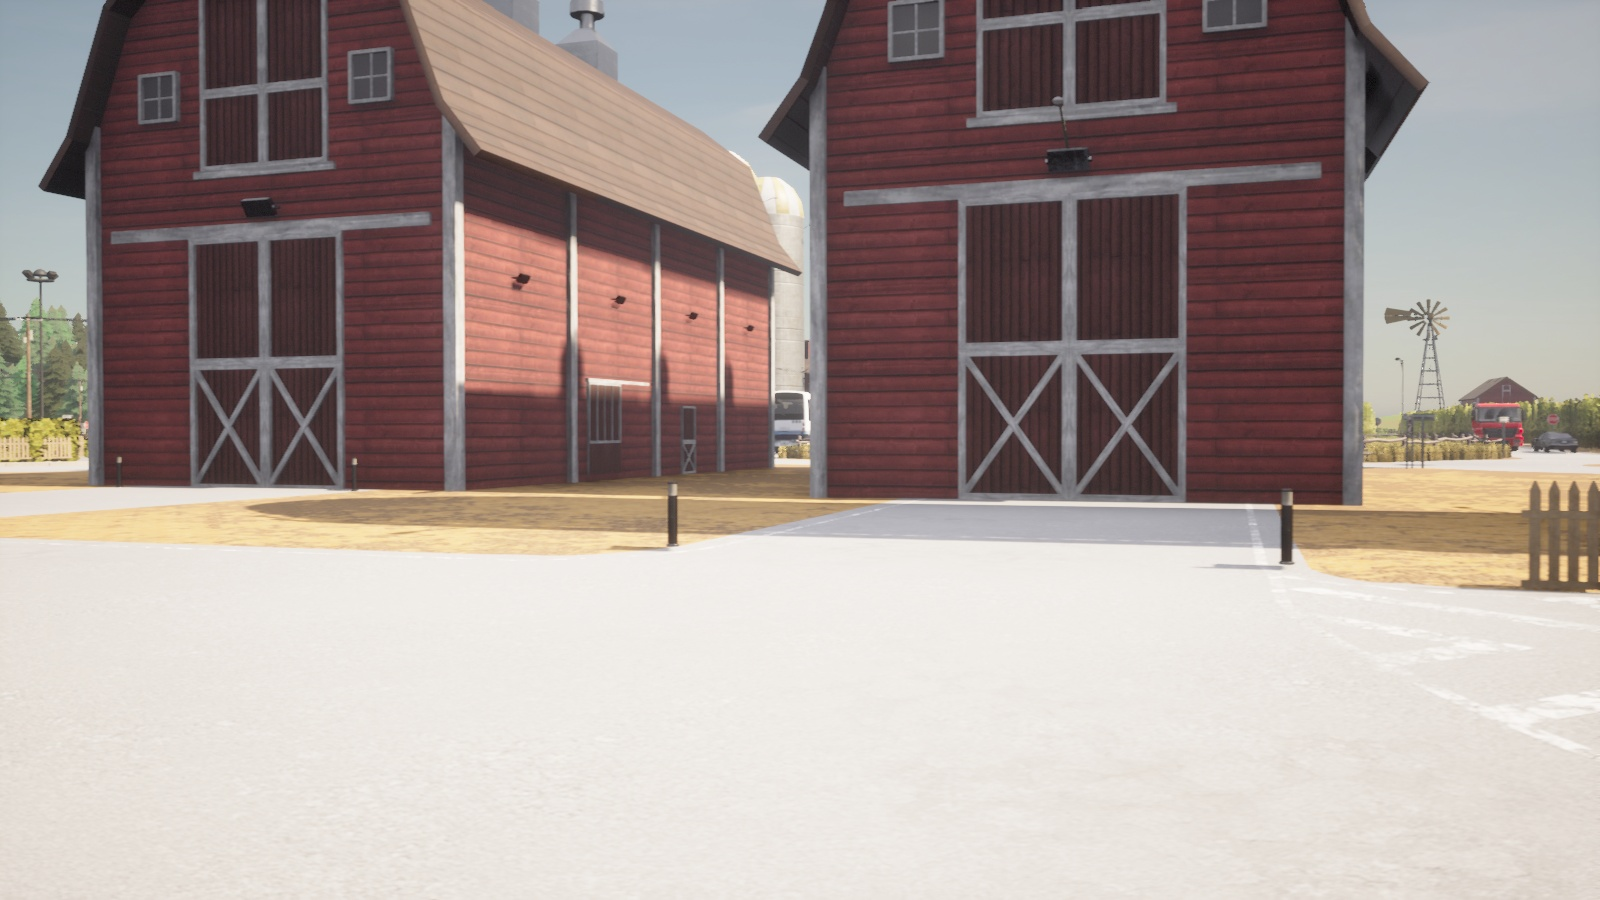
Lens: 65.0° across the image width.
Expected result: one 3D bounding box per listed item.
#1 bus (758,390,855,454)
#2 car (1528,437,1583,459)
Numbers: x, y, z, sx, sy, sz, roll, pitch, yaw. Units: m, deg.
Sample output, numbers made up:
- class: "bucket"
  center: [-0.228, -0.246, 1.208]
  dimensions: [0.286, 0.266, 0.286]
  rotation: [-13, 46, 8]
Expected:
- class: "bus"
  center: [0.635, -1.890, 89.251]
  dimensions: [3.944, 4.253, 10.273]
  rotation: [1, 0, 18]
- class: "car"
  center: [50.675, -0.154, 84.359]
  dimensions: [2.033, 1.411, 5.357]
  rotation: [1, 1, 19]
